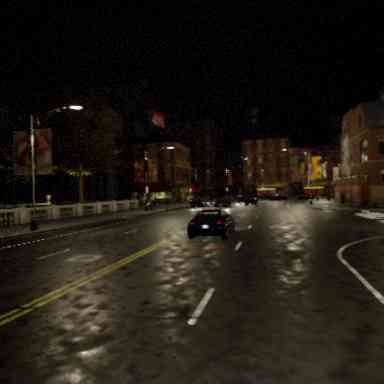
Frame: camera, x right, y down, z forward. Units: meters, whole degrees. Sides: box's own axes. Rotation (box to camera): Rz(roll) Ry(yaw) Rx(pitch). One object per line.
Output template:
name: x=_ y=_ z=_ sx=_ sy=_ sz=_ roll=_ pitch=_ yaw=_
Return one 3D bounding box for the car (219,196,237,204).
car: x=7.021 y=1.561 z=64.175 sx=1.895 sy=1.301 sz=4.718 roll=-2 pitch=0 yaw=29

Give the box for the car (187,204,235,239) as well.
car: x=1.085 y=1.579 z=17.474 sx=1.994 sy=1.385 sz=4.181 roll=-2 pitch=0 yaw=13

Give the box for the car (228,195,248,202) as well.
car: x=10.377 y=1.483 z=74.707 sx=1.895 sy=1.301 sz=4.718 roll=-2 pitch=0 yaw=43

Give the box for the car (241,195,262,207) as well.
car: x=8.931 y=1.368 z=49.594 sx=1.837 sy=1.490 sz=4.892 roll=-2 pitch=0 yaw=16

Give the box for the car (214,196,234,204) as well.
car: x=4.329 y=1.521 z=46.498 sx=1.812 sy=1.442 sz=4.674 roll=-2 pitch=0 yaw=14

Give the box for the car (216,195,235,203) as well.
car: x=7.032 y=1.497 z=70.053 sx=2.002 sy=1.452 sz=4.674 roll=-2 pitch=0 yaw=33

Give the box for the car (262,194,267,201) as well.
car: x=16.609 y=1.254 z=76.765 sx=1.994 sy=1.385 sz=4.181 roll=-2 pitch=0 yaw=44

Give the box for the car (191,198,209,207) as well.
car: x=1.212 y=1.643 z=48.689 sx=2.033 sy=1.411 sz=5.357 roll=-2 pitch=0 yaw=14

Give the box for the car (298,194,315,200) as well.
car: x=23.830 y=1.017 z=69.145 sx=4.181 sy=1.385 sz=1.994 roll=-2 pitch=0 yaw=-43

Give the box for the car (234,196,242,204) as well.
car: x=10.055 y=1.342 z=62.435 sx=1.882 sy=1.535 sz=5.008 roll=-2 pitch=0 yaw=29

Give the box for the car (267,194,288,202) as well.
car: x=17.965 y=1.164 z=67.908 sx=2.128 sy=1.511 sz=4.902 roll=-2 pitch=0 yaw=41
